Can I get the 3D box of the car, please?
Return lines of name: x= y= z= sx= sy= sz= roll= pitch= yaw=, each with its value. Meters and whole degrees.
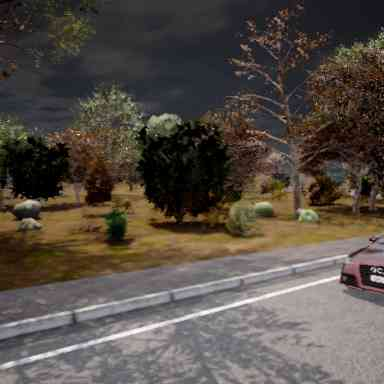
car: x=5.347 y=1.563 z=7.814 sx=4.181 sy=1.385 sz=1.994 roll=0 pitch=0 yaw=-36
